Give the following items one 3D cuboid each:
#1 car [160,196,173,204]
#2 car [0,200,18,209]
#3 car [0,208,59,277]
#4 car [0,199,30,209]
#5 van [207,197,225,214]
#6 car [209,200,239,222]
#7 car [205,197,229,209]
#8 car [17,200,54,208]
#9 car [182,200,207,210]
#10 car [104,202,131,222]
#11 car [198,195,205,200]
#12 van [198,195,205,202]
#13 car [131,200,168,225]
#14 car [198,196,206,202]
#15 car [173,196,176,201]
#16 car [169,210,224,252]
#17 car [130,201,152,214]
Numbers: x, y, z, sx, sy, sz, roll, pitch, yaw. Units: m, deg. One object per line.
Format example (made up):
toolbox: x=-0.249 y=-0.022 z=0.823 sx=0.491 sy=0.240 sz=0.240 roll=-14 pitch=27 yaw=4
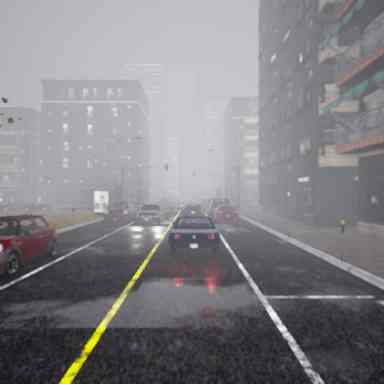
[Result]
car: x=-5.709 y=1.838 z=70.154 sx=1.947 sy=1.339 sz=4.313 roll=0 pitch=0 yaw=0
car: x=-27.980 y=2.150 z=48.458 sx=4.403 sy=1.369 sz=2.008 roll=-1 pitch=1 yaw=0
car: x=-5.699 y=1.475 z=10.112 sx=1.967 sy=1.590 sz=4.097 roll=0 pitch=0 yaw=0
car: x=-30.282 y=2.040 z=57.078 sx=4.097 sy=1.590 sz=1.967 roll=-1 pitch=1 yaw=0
van: x=2.676 y=1.480 z=37.751 sx=1.690 sy=1.788 sz=3.998 roll=0 pitch=0 yaw=0
car: x=2.679 y=1.641 z=26.694 sx=1.887 sy=1.381 sz=4.507 roll=0 pitch=0 yaw=0
car: x=2.677 y=1.433 z=32.223 sx=2.192 sy=1.841 sz=5.009 roll=0 pitch=0 yaw=0
car: x=-22.411 y=2.069 z=48.499 sx=4.403 sy=1.369 sz=2.008 roll=-1 pitch=1 yaw=0
car: x=0.086 y=1.673 z=30.088 sx=1.994 sy=1.385 sz=4.181 roll=0 pitch=0 yaw=0
car: x=-5.702 y=1.536 z=26.694 sx=1.967 sy=1.590 sz=4.097 roll=0 pitch=0 yaw=0
car: x=2.672 y=1.854 z=70.144 sx=1.802 sy=1.307 sz=4.206 roll=0 pitch=0 yaw=0
van: x=2.666 y=1.713 z=92.238 sx=1.690 sy=1.788 sz=3.998 roll=0 pitch=0 yaw=0
car: x=-3.100 y=1.615 z=25.032 sx=1.812 sy=1.442 sz=4.674 roll=0 pitch=0 yaw=0
car: x=2.669 y=1.891 z=86.714 sx=1.887 sy=1.381 sz=4.507 roll=0 pitch=0 yaw=0
car: x=-5.711 y=1.887 z=81.202 sx=1.947 sy=1.339 sz=4.313 roll=0 pitch=0 yaw=0
car: x=0.089 y=1.650 z=14.154 sx=1.895 sy=1.301 sz=4.718 roll=0 pitch=0 yaw=0
car: x=-5.703 y=1.721 z=37.749 sx=1.802 sy=1.307 sz=4.206 roll=0 pitch=0 yaw=0
